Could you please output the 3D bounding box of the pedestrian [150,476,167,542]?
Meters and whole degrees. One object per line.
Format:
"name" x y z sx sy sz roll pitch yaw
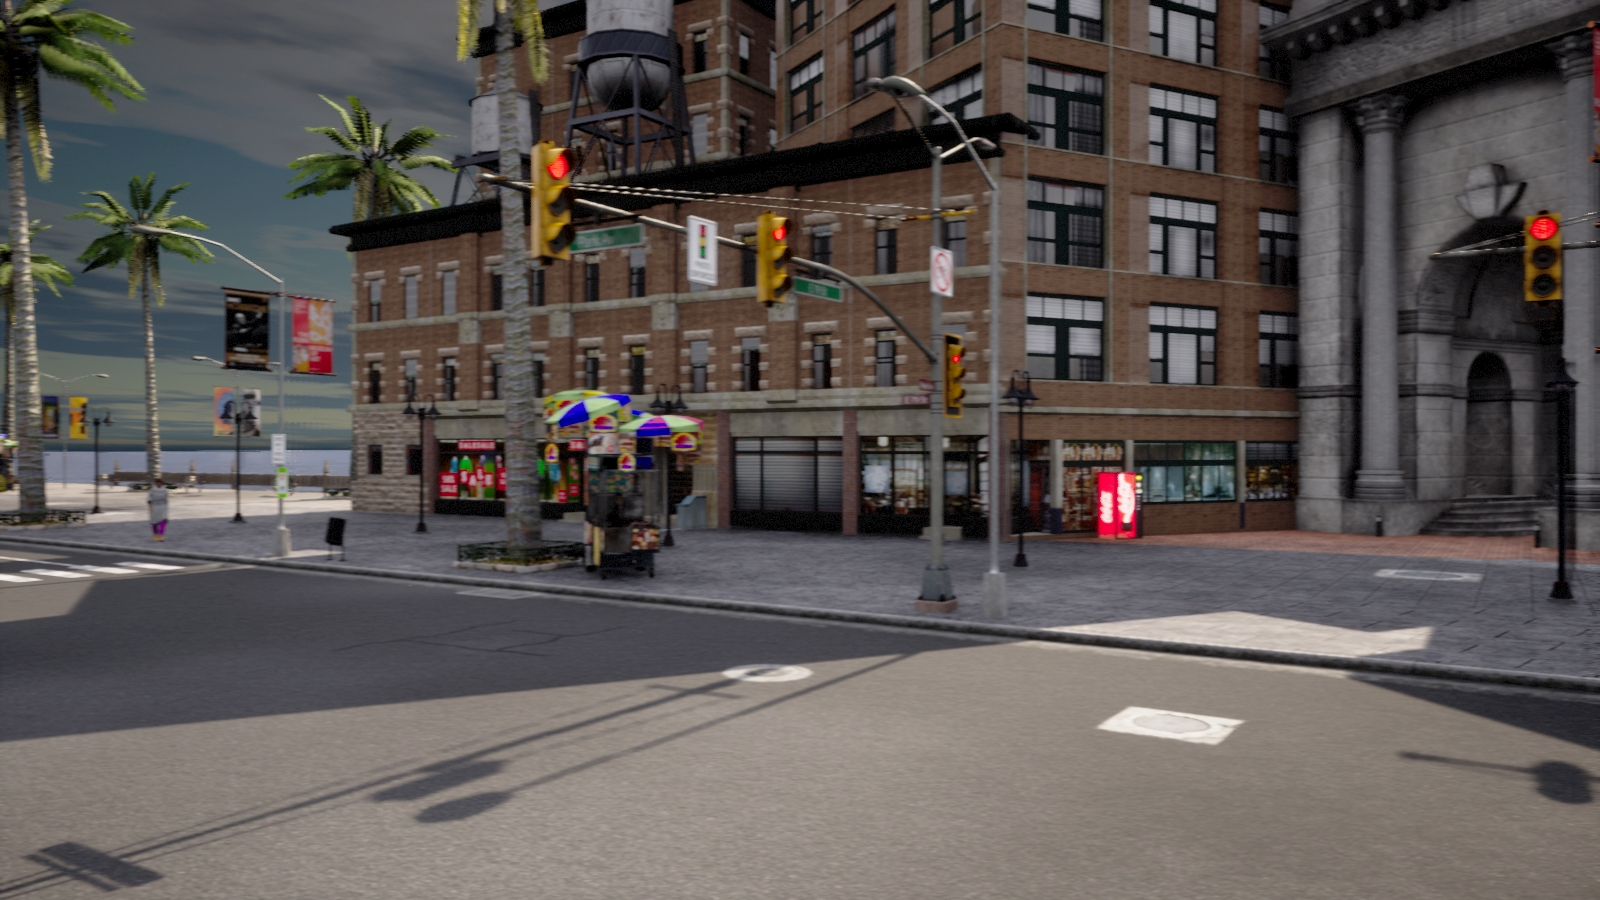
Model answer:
"pedestrian" -18.432 1.690 32.823 0.375 1.860 0.375 0 0 -39
